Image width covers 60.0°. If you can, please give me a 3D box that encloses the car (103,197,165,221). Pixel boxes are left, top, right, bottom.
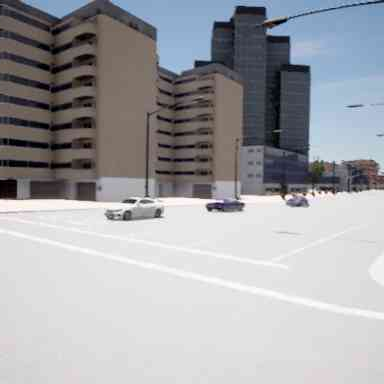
[{"bbox_3d":[-3.795,1.074,22.540,1.812,1.442,4.674,2,1,37],"label":"car"}]

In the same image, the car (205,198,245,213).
[{"bbox_3d":[3.219,1.245,31.947,1.895,1.301,4.718,2,1,37],"label":"car"}]

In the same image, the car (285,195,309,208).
[{"bbox_3d":[15.147,1.259,47.829,2.097,1.767,4.553,2,1,37],"label":"car"}]
